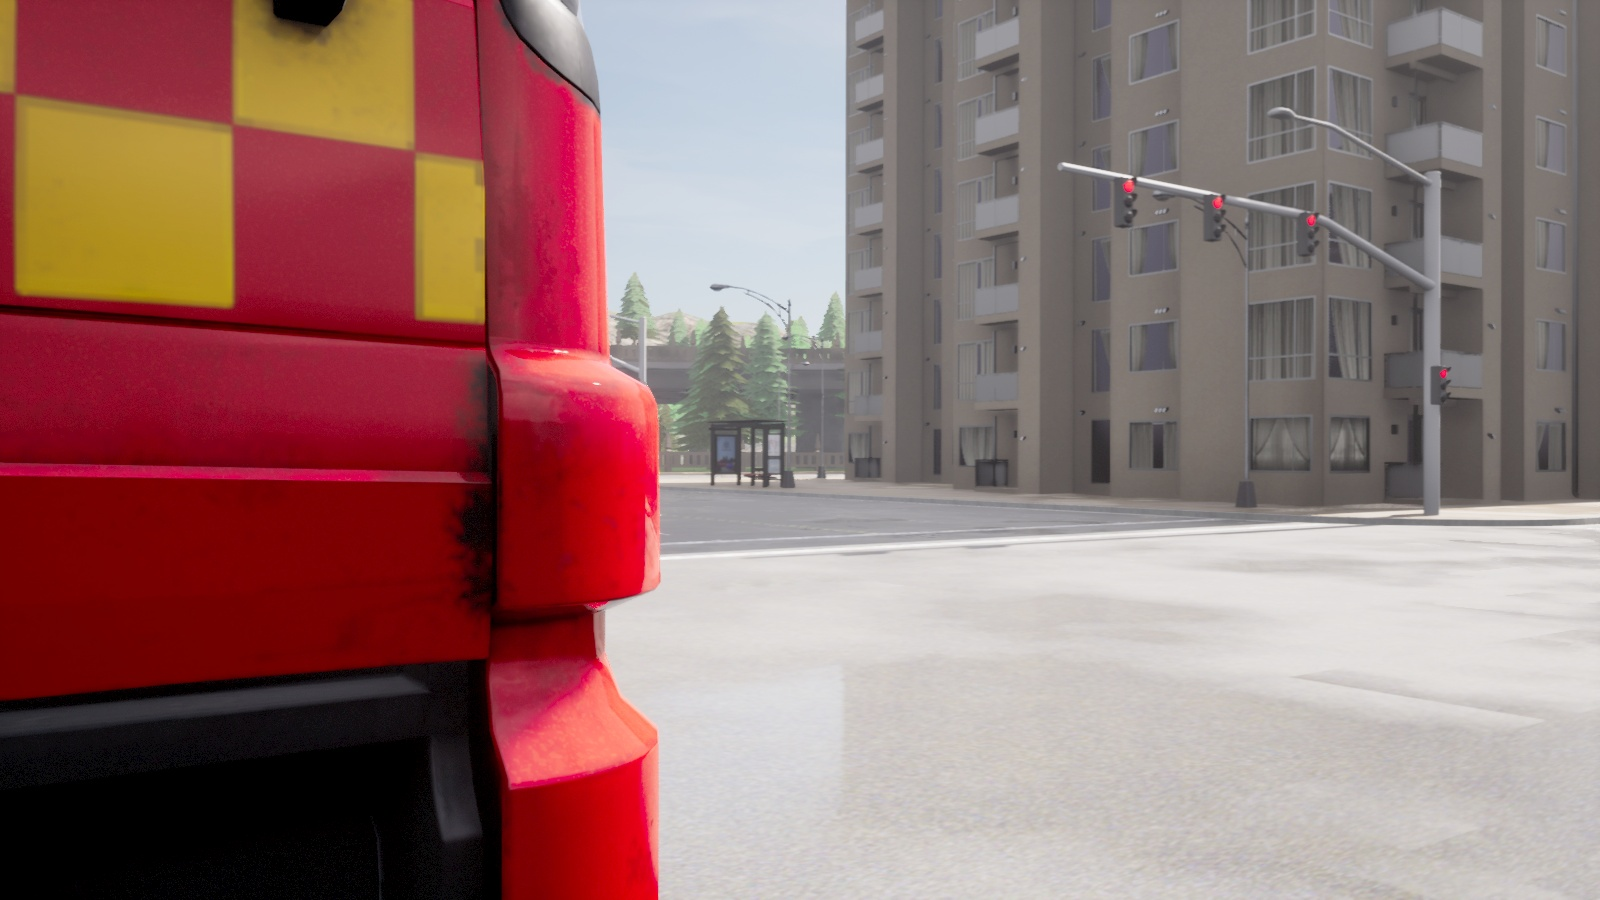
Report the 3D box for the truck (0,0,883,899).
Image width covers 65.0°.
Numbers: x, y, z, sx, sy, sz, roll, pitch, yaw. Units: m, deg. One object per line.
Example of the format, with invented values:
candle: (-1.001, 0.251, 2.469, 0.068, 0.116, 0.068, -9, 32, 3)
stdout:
truck: (-4.172, -0.413, 0.760, 8.468, 3.827, 2.891, 0, 0, -35)
